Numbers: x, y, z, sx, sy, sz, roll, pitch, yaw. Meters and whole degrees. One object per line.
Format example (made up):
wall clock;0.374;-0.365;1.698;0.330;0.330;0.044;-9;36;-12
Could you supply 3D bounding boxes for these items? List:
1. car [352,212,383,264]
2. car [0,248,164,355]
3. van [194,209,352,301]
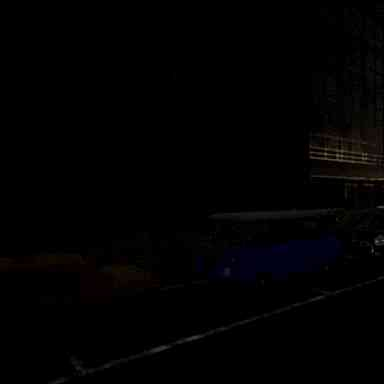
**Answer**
car;6.485;1.441;11.363;4.097;1.590;1.967;0;0;-36
car;-2.740;1.533;4.685;4.829;1.417;1.752;0;0;-36
van;1.941;1.345;8.074;3.998;1.788;1.690;0;0;-36
